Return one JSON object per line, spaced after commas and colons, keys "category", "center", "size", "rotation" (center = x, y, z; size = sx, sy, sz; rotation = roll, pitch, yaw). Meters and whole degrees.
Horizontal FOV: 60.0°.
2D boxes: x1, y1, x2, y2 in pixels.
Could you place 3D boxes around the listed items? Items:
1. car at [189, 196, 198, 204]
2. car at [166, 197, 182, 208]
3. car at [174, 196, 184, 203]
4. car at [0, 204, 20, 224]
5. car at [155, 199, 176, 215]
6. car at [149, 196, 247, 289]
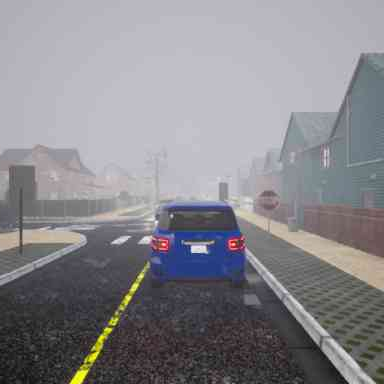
{"category": "car", "center": [0.251, 1.561, 67.837], "size": [1.812, 1.442, 4.674], "rotation": [0, 0, 0]}
{"category": "car", "center": [-2.709, 1.570, 51.206], "size": [2.033, 1.411, 5.357], "rotation": [0, 0, 0]}
{"category": "car", "center": [-2.606, 1.546, 68.775], "size": [1.837, 1.490, 4.892], "rotation": [0, 0, 0]}
{"category": "car", "center": [-14.441, 1.524, 22.836], "size": [4.892, 1.490, 1.837], "rotation": [0, 0, 0]}
{"category": "car", "center": [-2.767, 1.538, 35.119], "size": [1.812, 1.442, 4.674], "rotation": [0, 0, 0]}
{"category": "car", "center": [0.104, 1.225, 9.299], "size": [2.150, 2.045, 5.566], "rotation": [0, 0, -1]}
